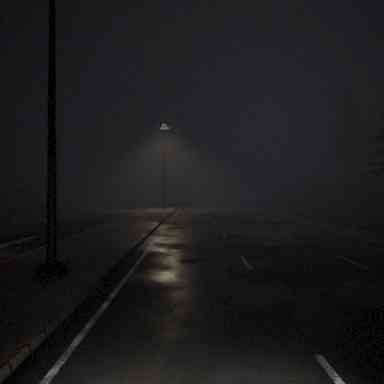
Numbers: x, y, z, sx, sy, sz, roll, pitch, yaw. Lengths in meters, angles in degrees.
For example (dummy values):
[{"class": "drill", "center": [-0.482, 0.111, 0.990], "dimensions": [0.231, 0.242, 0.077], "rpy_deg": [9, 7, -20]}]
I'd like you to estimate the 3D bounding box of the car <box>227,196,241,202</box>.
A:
[{"class": "car", "center": [11.658, 1.793, 92.632], "dimensions": [2.097, 1.767, 4.553], "rpy_deg": [0, 0, -29]}]
